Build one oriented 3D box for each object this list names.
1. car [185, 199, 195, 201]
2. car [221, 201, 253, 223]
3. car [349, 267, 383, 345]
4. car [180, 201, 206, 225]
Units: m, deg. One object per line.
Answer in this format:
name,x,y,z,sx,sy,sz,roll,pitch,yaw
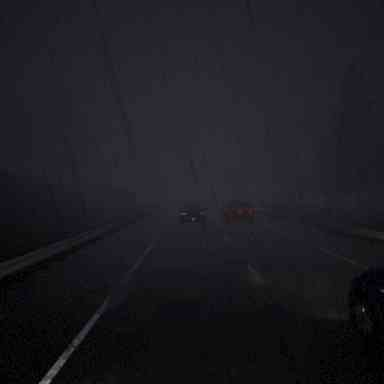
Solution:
car,-0.251,1.686,41.534,1.837,1.490,4.892,0,-1,-2
car,3.566,1.471,26.930,2.097,1.767,4.553,0,0,0
car,3.601,1.368,3.582,2.097,1.767,4.553,0,0,0
car,0.085,1.634,24.714,1.812,1.442,4.674,0,0,0
